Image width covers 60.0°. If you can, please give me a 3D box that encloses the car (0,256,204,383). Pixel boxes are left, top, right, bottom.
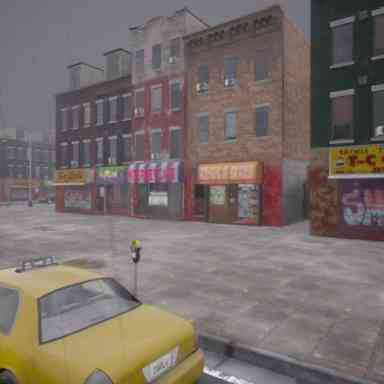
[{"bbox_3d":[-2.159,1.525,4.338,4.829,1.417,1.752,0,0,35],"label":"car"}]

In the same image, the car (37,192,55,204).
[{"bbox_3d":[-18.393,0.806,44.974,1.837,1.490,4.892,0,2,35],"label":"car"}]
